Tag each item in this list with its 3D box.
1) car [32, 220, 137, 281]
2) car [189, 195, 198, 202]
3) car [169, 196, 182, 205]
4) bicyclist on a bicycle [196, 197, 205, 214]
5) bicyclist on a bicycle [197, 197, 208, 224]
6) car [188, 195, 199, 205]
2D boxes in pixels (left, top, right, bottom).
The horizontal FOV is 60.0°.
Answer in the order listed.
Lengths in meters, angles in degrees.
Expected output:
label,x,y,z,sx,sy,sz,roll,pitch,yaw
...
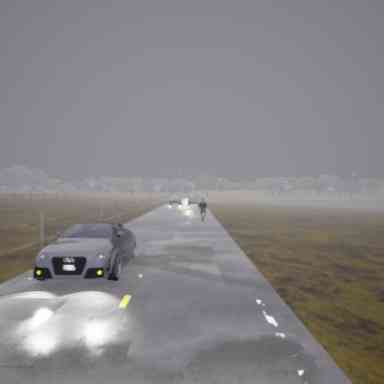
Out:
label,x,y,z,sx,sy,sz,roll,pitch,yaw
car,-2.839,1.545,9.672,1.994,1.385,4.181,0,0,0
car,0.300,1.359,74.488,2.033,1.411,5.357,0,0,0
car,-2.640,1.332,53.678,1.882,1.535,5.008,0,0,1
bicyclist on a bicycle,0.860,1.341,33.696,0.866,1.612,1.509,0,0,0
bicyclist on a bicycle,0.797,1.306,23.506,0.659,1.776,1.843,0,0,0
car,0.266,1.413,56.468,1.994,1.385,4.181,0,0,1
